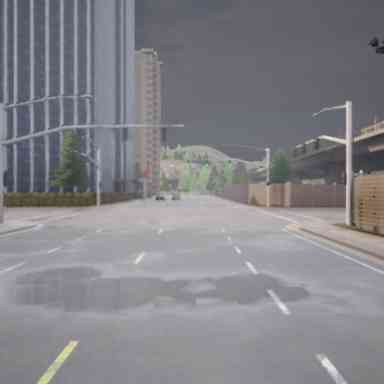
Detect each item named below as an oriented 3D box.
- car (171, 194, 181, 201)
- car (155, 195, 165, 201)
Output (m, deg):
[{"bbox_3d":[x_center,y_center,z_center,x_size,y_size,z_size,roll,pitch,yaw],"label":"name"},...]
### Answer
[{"bbox_3d":[-3.490,1.263,72.836,1.837,1.490,4.892,0,0,0],"label":"car"},{"bbox_3d":[-6.990,1.358,72.806,1.895,1.301,4.718,0,0,0],"label":"car"}]
